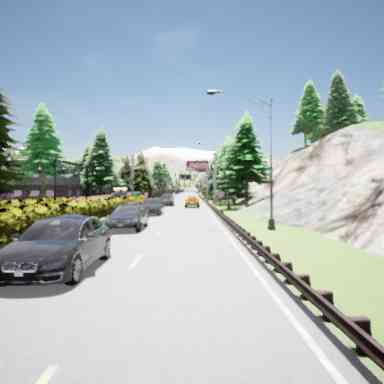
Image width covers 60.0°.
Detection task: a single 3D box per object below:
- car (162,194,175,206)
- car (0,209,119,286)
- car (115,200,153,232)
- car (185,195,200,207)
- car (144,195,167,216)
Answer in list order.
[{"bbox_3d":[-3.526,1.051,45.869,2.097,1.767,4.553,0,0,0],"label":"car"},{"bbox_3d":[-3.598,1.443,9.320,1.837,1.490,4.892,0,0,0],"label":"car"},{"bbox_3d":[-3.599,1.398,19.098,1.812,1.442,4.674,0,0,0],"label":"car"},{"bbox_3d":[0.043,1.180,44.293,1.882,1.535,5.008,0,0,0],"label":"car"},{"bbox_3d":[-3.600,1.306,29.831,1.837,1.490,4.892,0,0,0],"label":"car"}]
